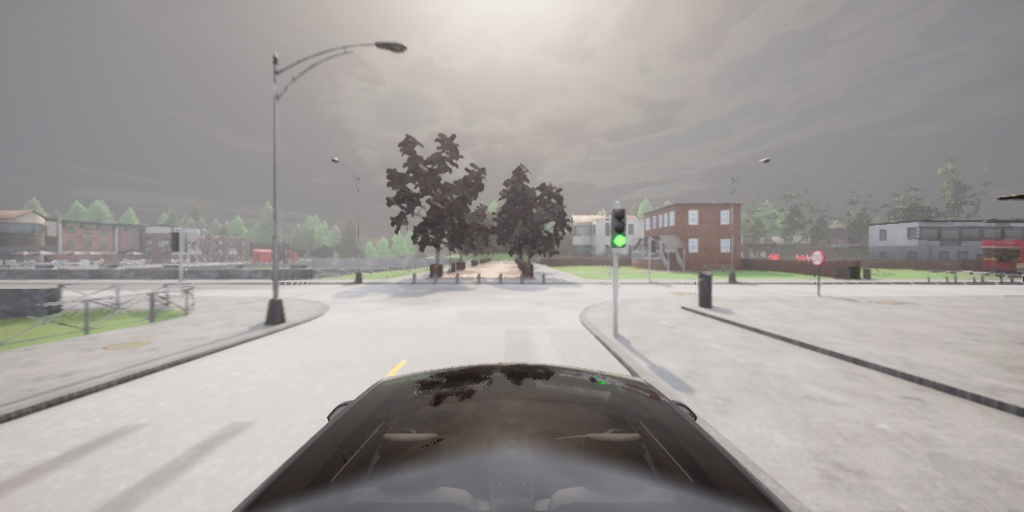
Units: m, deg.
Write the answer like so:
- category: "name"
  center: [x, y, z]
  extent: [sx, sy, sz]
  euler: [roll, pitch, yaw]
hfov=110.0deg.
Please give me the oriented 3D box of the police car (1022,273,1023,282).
- category: "police car"
  center: [35.508, 1.126, 22.658]
  extent: [5.238, 1.638, 1.930]
  euler: [0, 0, 0]
